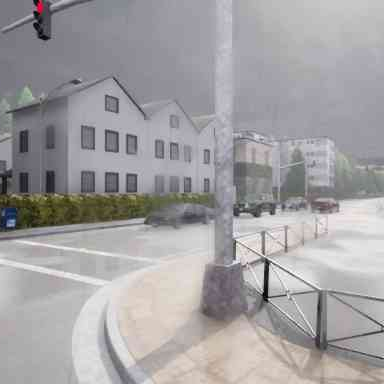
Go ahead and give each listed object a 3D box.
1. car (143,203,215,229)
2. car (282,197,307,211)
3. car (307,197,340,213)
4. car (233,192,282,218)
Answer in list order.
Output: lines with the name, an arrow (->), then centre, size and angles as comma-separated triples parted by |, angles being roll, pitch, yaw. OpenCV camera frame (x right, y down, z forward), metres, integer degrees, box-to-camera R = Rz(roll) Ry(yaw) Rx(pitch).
car -> -0.511, 1.360, 20.206 | 2.033, 1.411, 5.357 | 0, 0, 35
car -> 11.519, 1.304, 37.102 | 2.128, 1.511, 4.902 | 0, 0, 36
car -> 13.516, 1.289, 33.608 | 1.882, 1.535, 5.008 | 0, 0, 35
car -> 5.452, 1.034, 28.619 | 2.150, 2.045, 5.566 | 0, 0, 35
